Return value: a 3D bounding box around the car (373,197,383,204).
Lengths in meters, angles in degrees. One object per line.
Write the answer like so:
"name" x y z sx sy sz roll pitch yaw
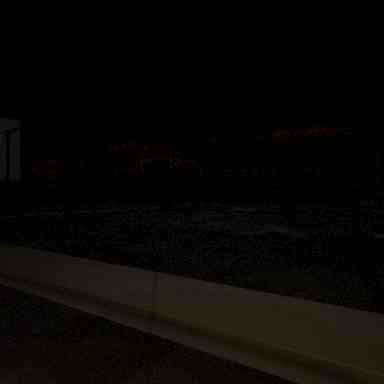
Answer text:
"car" 37.548 1.576 65.367 1.853 1.218 4.536 1 1 6

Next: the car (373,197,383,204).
"car" 37.541 1.734 65.317 2.038 1.542 4.974 1 1 6
